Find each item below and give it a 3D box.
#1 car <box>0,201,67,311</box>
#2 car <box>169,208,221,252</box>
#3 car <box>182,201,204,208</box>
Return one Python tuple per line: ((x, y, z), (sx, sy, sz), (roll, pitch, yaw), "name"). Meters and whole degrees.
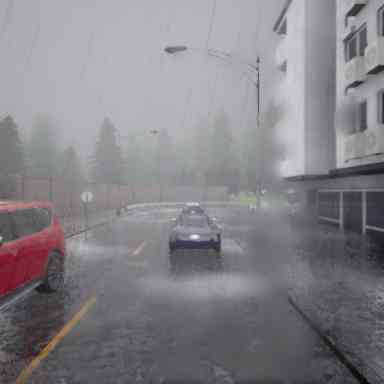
((-4.101, 1.221, 5.859), (2.150, 2.045, 5.566), (0, 0, 0), "car")
((0.097, 1.565, 13.848), (1.994, 1.385, 4.181), (0, 0, 0), "car")
((0.078, 1.528, 30.097), (1.812, 1.442, 4.674), (0, 0, 0), "car")
